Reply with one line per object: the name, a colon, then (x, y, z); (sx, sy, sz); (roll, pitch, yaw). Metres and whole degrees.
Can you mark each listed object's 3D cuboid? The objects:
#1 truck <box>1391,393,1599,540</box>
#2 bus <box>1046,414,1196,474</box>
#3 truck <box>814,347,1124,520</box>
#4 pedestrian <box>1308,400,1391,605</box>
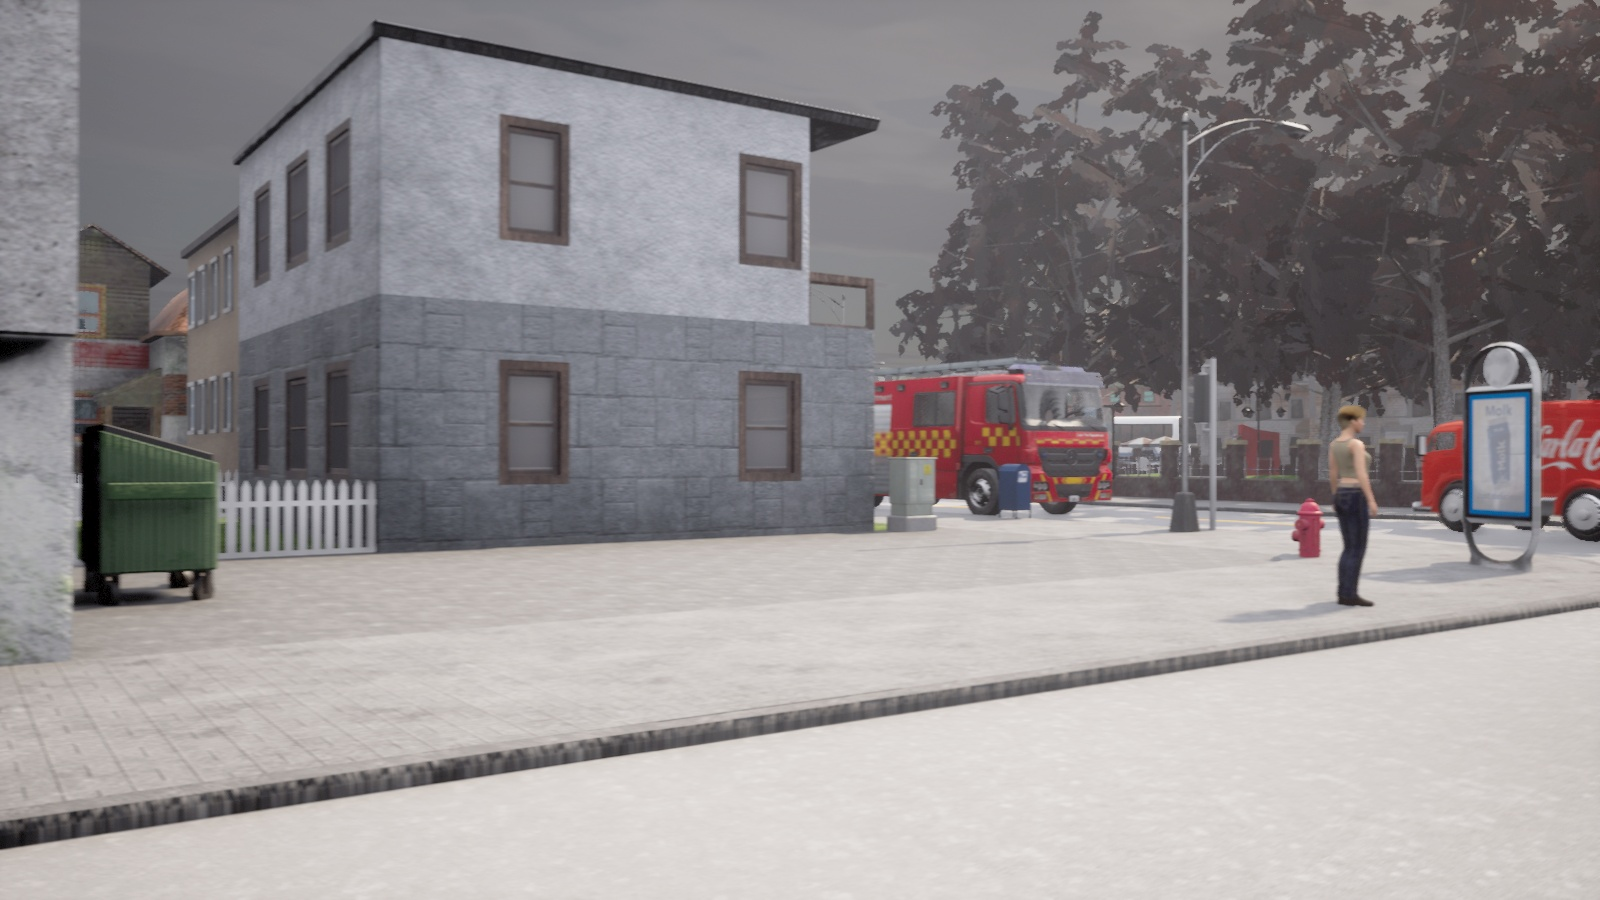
truck: (13.988, 0.284, 23.084); (2.627, 2.467, 5.204); (0, 0, -23)
bus: (23.892, -0.460, 93.976); (10.273, 4.253, 3.944); (0, 1, 43)
truck: (3.968, -0.350, 31.968); (2.891, 3.827, 8.468); (0, 0, -34)
pedestrian: (4.989, 0.472, 11.422); (0.594, 1.836, 0.345); (0, 0, -3)
